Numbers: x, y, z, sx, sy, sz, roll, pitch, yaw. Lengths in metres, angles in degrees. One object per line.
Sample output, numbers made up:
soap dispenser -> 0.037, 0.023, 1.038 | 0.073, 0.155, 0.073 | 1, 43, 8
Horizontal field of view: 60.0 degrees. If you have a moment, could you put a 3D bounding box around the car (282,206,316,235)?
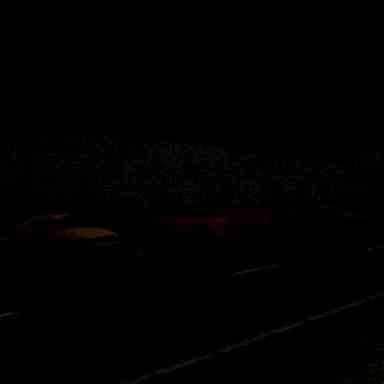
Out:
car -> 4.568, 1.658, 19.869 | 4.674, 1.452, 2.002 | -1, -1, 35

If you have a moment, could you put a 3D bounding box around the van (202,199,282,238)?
van -> 2.240, 1.376, 18.086 | 4.442, 1.987, 1.878 | -1, -1, 35

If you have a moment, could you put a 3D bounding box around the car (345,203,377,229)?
car -> 9.585, 1.633, 23.240 | 5.366, 1.575, 1.946 | -1, -1, 34

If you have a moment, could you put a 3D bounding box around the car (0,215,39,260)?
car -> -7.608, 1.526, 11.227 | 4.792, 1.488, 2.163 | -1, -1, 34

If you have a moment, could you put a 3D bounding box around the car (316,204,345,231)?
car -> 6.970, 1.663, 21.619 | 4.792, 1.488, 2.163 | -1, -1, 35

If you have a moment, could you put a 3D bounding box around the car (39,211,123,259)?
car -> -4.999, 1.521, 12.842 | 5.366, 1.575, 1.946 | -1, -1, 35

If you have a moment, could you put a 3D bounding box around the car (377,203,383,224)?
car -> 11.885, 1.671, 25.056 | 4.792, 1.488, 2.163 | -1, -1, 35

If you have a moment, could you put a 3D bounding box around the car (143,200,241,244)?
car -> -0.271, 1.454, 16.392 | 4.553, 1.767, 2.185 | -1, -1, 34
